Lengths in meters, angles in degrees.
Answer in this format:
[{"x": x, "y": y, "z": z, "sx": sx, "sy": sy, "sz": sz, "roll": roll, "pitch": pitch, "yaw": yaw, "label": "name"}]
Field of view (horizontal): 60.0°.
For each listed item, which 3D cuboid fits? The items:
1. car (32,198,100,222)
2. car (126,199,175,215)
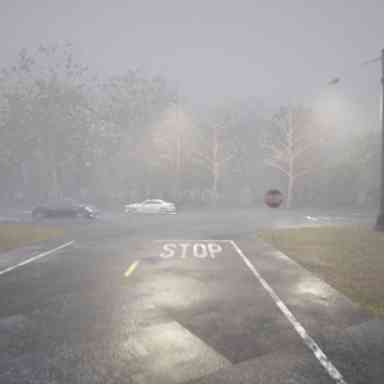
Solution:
[{"x": -9.259, "y": 1.227, "z": 24.680, "sx": 4.553, "sy": 1.767, "sz": 2.097, "roll": 1, "pitch": 0, "yaw": 1, "label": "car"}, {"x": -3.941, "y": 1.423, "z": 31.647, "sx": 4.674, "sy": 1.442, "sz": 1.812, "roll": 0, "pitch": 0, "yaw": 0, "label": "car"}]
